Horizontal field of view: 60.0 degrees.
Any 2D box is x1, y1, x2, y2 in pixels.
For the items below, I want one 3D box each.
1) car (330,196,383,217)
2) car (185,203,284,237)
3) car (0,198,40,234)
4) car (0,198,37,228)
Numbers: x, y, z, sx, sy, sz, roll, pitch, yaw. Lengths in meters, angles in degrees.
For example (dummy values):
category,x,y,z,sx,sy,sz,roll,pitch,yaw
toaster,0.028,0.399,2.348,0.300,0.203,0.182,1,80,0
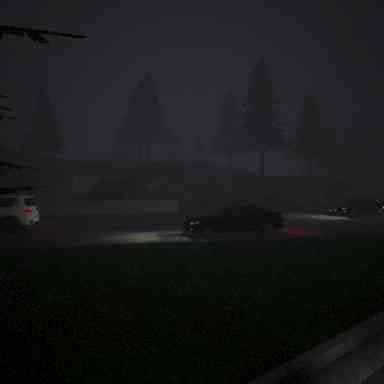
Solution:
category,x,y,z,sx,sy,sz,roll,pitch,yaw
car,13.390,1.143,26.827,4.892,1.490,1.837,-1,1,-22
car,2.117,1.319,16.753,5.008,1.535,1.882,-1,1,-10
car,-11.269,1.197,17.968,5.566,2.045,2.150,0,0,-13
car,-12.635,1.312,21.269,4.553,1.767,2.097,-1,1,-13
